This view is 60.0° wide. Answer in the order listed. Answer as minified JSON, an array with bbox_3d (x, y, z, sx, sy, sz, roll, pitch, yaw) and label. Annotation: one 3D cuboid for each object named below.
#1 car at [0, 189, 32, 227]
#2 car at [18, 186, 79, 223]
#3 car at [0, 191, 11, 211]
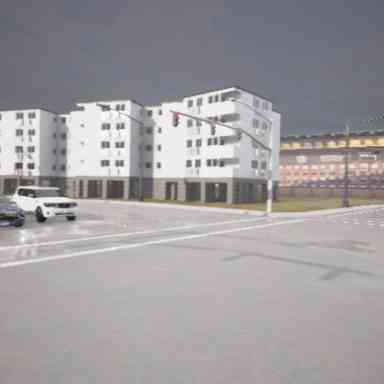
[{"bbox_3d":[-10.365,0.844,17.115,4.553,1.767,2.097,2,1,43],"label":"car"},{"bbox_3d":[-9.311,0.677,20.900,5.566,2.045,2.150,2,1,42],"label":"car"},{"bbox_3d":[-17.060,0.653,27.170,5.008,1.535,1.882,2,1,34],"label":"car"}]
